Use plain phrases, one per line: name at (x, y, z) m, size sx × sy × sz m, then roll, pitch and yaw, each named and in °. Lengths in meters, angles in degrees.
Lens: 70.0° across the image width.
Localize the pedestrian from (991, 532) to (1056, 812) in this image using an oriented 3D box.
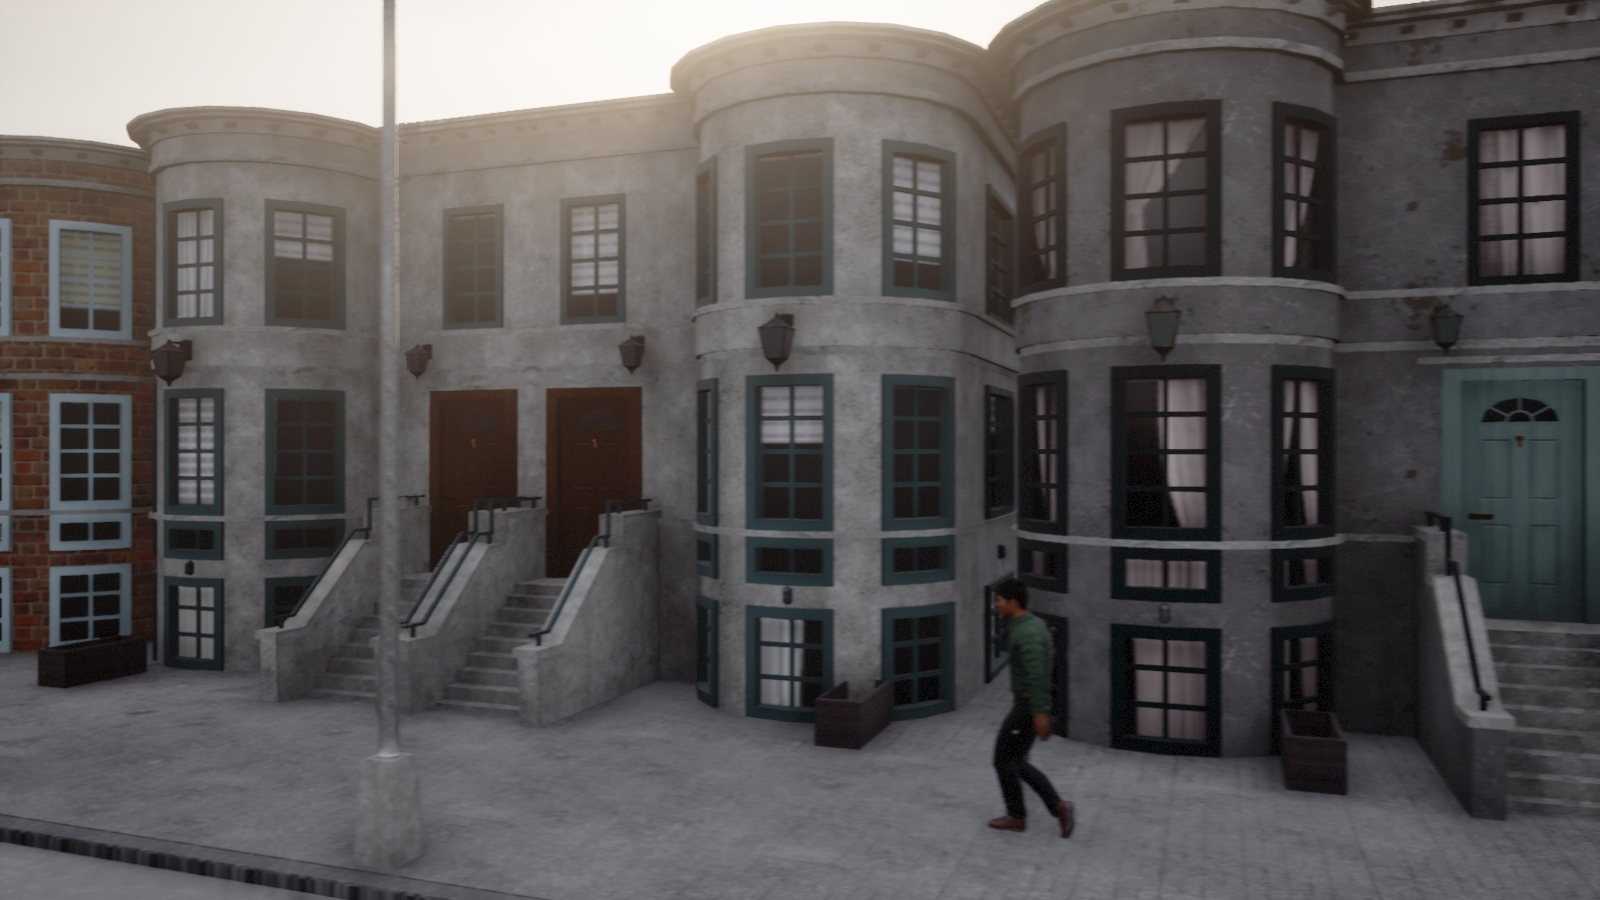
pedestrian at (1.567, 1.526, 8.003) m, size 0.375 × 1.860 × 0.375 m, roll 0°, pitch 0°, yaw 24°
